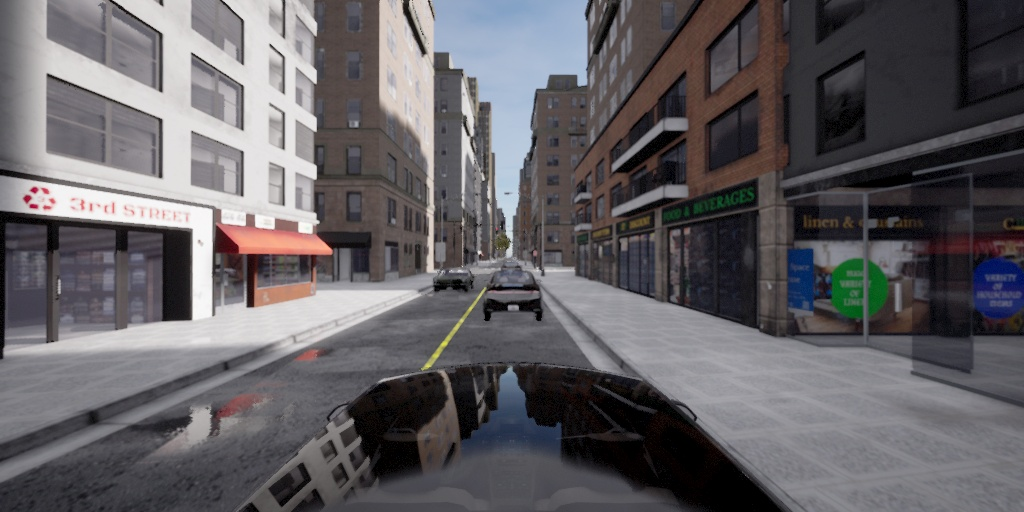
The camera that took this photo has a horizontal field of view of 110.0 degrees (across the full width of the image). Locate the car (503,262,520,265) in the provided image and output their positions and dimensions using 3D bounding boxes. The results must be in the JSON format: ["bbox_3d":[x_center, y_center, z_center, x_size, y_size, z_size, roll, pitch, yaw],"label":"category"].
[{"bbox_3d":[-0.076,1.245,31.418,2.128,1.511,4.902,0,0,0],"label":"car"}]

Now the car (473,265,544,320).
[{"bbox_3d":[0.027,1.243,12.559,2.128,1.511,4.902,0,0,0],"label":"car"}]

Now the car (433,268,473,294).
[{"bbox_3d":[-3.207,1.353,20.564,1.895,1.301,4.718,0,0,0],"label":"car"}]
